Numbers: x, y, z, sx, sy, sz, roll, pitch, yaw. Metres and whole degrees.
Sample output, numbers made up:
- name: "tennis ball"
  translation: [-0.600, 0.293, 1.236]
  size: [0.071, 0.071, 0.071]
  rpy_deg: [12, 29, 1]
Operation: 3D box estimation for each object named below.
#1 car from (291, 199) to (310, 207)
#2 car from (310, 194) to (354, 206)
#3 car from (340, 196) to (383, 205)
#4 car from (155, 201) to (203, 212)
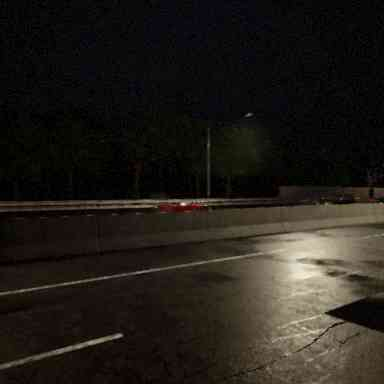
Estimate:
- name: "car"
  translation: [13.600, 1.556, 39.447]
  size: [4.181, 1.385, 1.994]
  rpy_deg: [0, 0, -35]
- name: "car"
  translation: [16.013, 1.216, 36.869]
  size: [5.566, 2.045, 2.150]
  rpy_deg: [0, 0, -35]
- name: "car"
  translation: [17.557, 1.469, 33.675]
  size: [5.008, 1.535, 1.882]
  rpy_deg: [0, 0, -35]
- name: "car"
  translation: [-1.314, 1.592, 33.141]
  size: [4.718, 1.301, 1.895]
  rpy_deg: [0, 0, -35]
